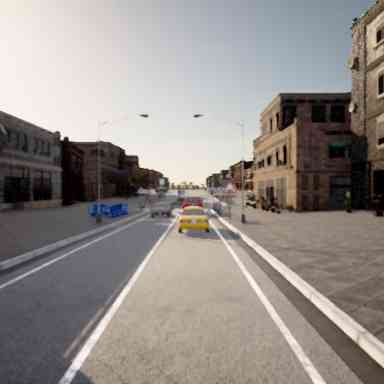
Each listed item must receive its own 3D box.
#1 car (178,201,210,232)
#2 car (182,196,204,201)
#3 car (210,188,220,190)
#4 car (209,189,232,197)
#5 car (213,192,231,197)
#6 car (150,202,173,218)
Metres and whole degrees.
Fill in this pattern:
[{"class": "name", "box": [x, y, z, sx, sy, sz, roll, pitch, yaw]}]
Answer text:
[{"class": "car", "box": [0.100, 1.558, 20.448, 1.801, 1.575, 5.366, 0, 0, 0]}, {"class": "car", "box": [0.104, 1.467, 37.183, 2.150, 2.045, 5.566, 0, 0, 0]}, {"class": "car", "box": [8.113, 0.433, 93.886, 4.553, 1.767, 2.185, 0, 2, -1]}, {"class": "car", "box": [8.023, 0.754, 88.379, 5.366, 1.575, 1.946, 0, 2, -1]}, {"class": "car", "box": [8.180, 0.696, 91.138, 4.674, 1.452, 2.002, 0, 2, -1]}, {"class": "car", "box": [-3.000, 1.790, 33.465, 1.837, 1.490, 4.892, 0, 0, 0]}]
